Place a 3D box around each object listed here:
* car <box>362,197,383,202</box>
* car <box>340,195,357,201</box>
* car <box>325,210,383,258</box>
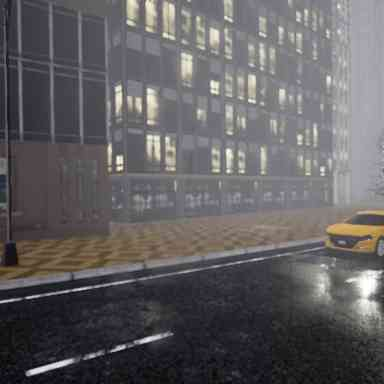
[{"bbox_3d":[37.215,1.455,68.222,1.802,1.307,4.206,-1,1,-40],"label":"car"},{"bbox_3d":[33.575,1.396,72.587,1.947,1.339,4.313,-1,1,-40],"label":"car"},{"bbox_3d":[7.197,1.489,13.088,5.008,1.535,1.882,0,0,-37],"label":"car"}]
